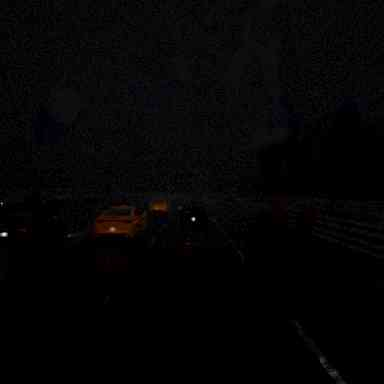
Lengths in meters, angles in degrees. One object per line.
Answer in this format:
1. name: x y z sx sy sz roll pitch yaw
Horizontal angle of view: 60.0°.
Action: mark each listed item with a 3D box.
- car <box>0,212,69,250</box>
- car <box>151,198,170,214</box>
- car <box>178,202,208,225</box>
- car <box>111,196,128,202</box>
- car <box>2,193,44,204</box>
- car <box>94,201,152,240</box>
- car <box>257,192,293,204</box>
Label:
1. car: -6.899 1.535 14.274 1.994 1.385 4.181 0 0 0
2. car: -3.400 1.412 34.886 1.882 1.535 5.008 0 0 0
3. car: 0.101 1.458 23.532 1.837 1.490 4.892 0 0 0
4. car: -6.900 1.429 32.202 2.128 1.511 4.902 0 0 0
5. car: -17.510 1.160 34.741 2.150 2.045 5.566 0 0 0
6. car: -3.400 1.443 16.715 1.882 1.535 5.008 0 0 0
7. car: 10.494 0.997 42.293 2.150 2.045 5.566 0 0 -19
